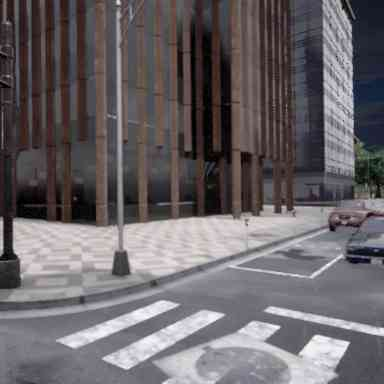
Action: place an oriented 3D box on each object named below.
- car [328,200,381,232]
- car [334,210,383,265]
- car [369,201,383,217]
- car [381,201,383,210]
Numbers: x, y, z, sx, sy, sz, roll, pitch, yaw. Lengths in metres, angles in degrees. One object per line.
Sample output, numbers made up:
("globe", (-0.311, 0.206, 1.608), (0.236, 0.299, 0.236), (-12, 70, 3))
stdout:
("car", (9.907, 1.403, 20.542), (2.192, 1.841, 5.009), (-1, -1, 36))
("car", (6.733, 1.587, 11.532), (2.033, 1.411, 5.357), (-1, -1, 36))
("car", (19.312, 1.627, 33.663), (1.752, 1.417, 4.829), (-1, -1, 36))
("car", (16.244, 1.679, 29.380), (1.802, 1.307, 4.206), (-1, -1, 36))
